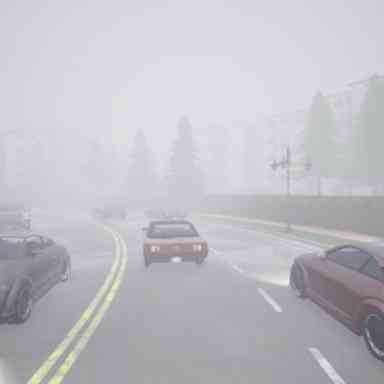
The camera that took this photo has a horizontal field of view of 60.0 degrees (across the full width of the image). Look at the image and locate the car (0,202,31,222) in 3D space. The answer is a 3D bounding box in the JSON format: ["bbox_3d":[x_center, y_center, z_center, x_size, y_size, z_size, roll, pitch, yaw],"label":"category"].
[{"bbox_3d":[-11.165,1.414,20.585,2.097,1.767,4.553,0,0,-27],"label":"car"}]

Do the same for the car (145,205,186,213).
[{"bbox_3d":[-2.271,1.681,26.686,1.895,1.301,4.718,0,0,-27],"label":"car"}]

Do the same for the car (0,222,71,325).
[{"bbox_3d":[-3.992,1.585,6.950,1.994,1.385,4.181,0,0,-5],"label":"car"}]

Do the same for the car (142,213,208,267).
[{"bbox_3d":[-0.796,1.636,11.633,1.895,1.301,4.718,0,0,-9],"label":"car"}]

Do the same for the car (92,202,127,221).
[{"bbox_3d":[-7.021,1.576,27.899,2.128,1.511,4.902,0,0,-31],"label":"car"}]

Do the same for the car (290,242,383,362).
[{"bbox_3d":[3.314,1.582,5.933,1.994,1.385,4.181,0,0,-4],"label":"car"}]
